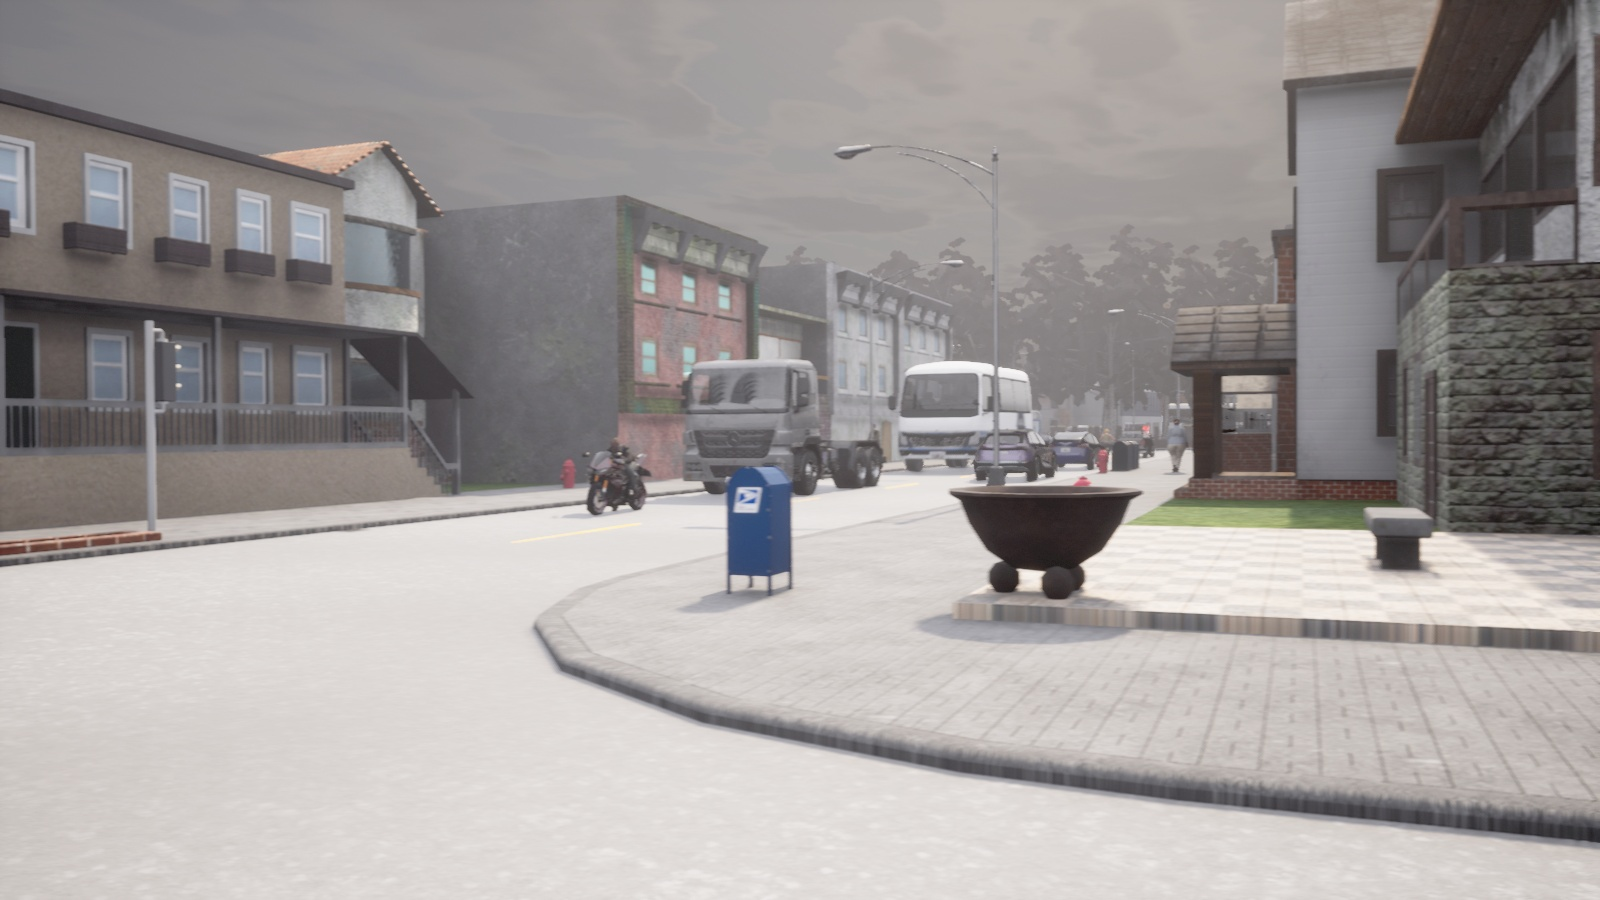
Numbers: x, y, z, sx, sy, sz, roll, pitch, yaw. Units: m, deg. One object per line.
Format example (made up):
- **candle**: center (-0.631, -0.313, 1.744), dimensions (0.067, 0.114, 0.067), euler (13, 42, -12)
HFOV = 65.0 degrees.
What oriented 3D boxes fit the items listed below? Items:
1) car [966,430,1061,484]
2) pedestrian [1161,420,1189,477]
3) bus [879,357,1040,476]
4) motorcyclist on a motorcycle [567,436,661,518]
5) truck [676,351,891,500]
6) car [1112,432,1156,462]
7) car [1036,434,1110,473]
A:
- **car**: center (6.953, 0.172, 40.510), dimensions (2.033, 1.649, 4.856), euler (0, 1, 22)
- **pedestrian**: center (12.468, -0.064, 41.750), dimensions (0.874, 1.855, 0.900), euler (0, 1, 17)
- **bus**: center (6.668, -1.280, 50.503), dimensions (3.944, 4.253, 10.273), euler (0, 1, 22)
- **motorcyclist on a motorcycle**: center (-3.646, 0.501, 24.819), dimensions (0.866, 1.530, 2.191), euler (0, 1, 22)
- **truck**: center (-0.165, -0.642, 33.480), dimensions (2.891, 3.462, 7.936), euler (0, 1, 22)
- **car**: center (18.513, -0.194, 69.489), dimensions (1.789, 1.549, 3.705), euler (0, 1, 24)
- **car**: center (11.138, 0.092, 50.946), dimensions (2.163, 1.488, 4.792), euler (0, 1, 22)
